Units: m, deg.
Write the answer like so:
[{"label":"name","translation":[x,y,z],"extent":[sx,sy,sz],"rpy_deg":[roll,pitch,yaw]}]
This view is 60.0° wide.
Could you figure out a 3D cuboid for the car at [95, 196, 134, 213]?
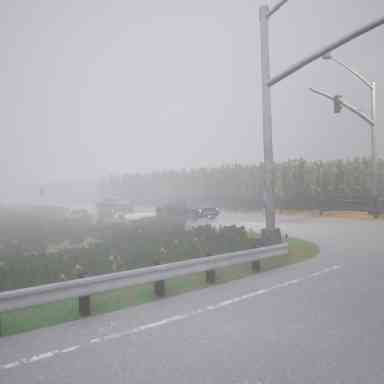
[{"label":"car","translation":[-7.022,1.121,29.834],"extent":[1.837,1.490,4.892],"rpy_deg":[-3,2,-40]}]

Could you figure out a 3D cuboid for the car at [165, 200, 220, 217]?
[{"label":"car","translation":[-0.354,1.177,22.035],"extent":[1.895,1.301,4.718],"rpy_deg":[-3,2,-41]}]
